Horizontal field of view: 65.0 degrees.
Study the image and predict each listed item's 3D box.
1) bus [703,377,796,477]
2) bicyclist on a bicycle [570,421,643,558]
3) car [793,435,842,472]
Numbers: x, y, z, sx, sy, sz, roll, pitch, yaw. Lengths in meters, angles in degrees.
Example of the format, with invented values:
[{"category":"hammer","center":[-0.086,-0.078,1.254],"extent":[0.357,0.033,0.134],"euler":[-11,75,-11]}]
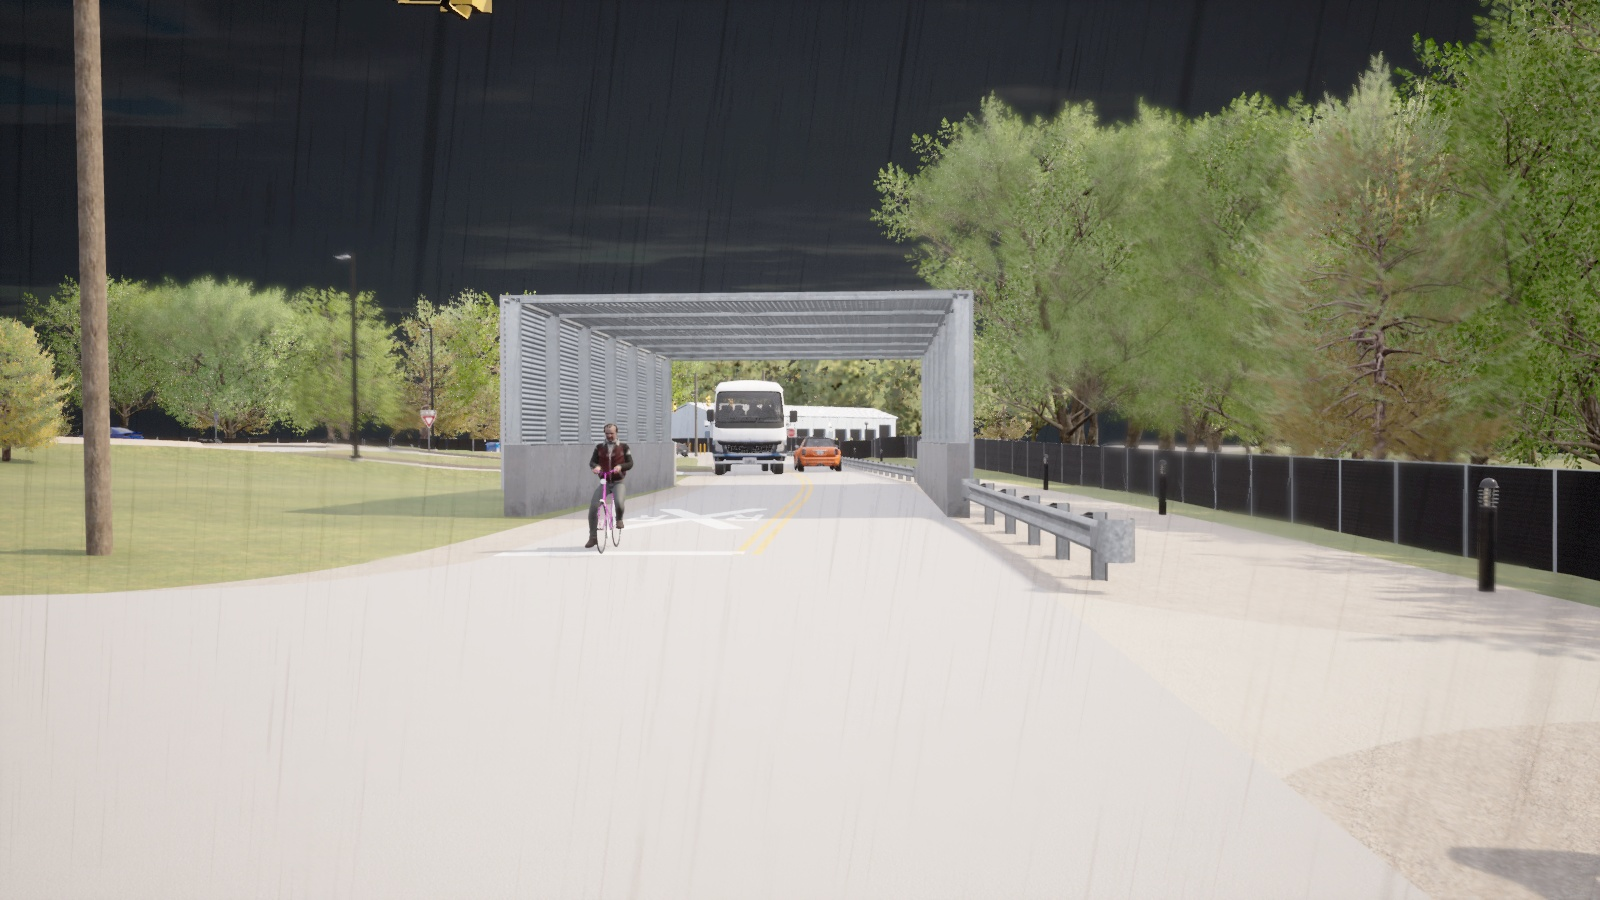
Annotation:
[{"category":"bus","center":[-2.442,-1.034,58.510],"extent":[3.944,4.253,10.273],"euler":[0,0,-4]},{"category":"bicyclist on a bicycle","center":[-2.633,0.512,17.259],"extent":[0.659,1.776,1.843],"euler":[0,0,2]},{"category":"car","center":[0.827,0.151,62.360],"extent":[2.097,1.767,4.553],"euler":[0,0,-3]}]
